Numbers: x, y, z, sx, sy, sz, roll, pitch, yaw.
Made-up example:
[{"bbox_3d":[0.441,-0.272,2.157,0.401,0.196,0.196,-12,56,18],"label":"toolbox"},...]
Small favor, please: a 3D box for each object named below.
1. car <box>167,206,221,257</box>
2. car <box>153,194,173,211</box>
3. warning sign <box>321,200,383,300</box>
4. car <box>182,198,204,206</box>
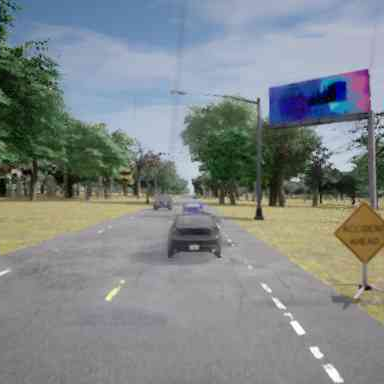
[{"bbox_3d":[0.083,1.513,12.956,1.837,1.490,4.892,0,0,0],"label":"car"},{"bbox_3d":[-3.607,1.304,42.309,2.150,2.045,5.566,0,0,0],"label":"car"},{"bbox_3d":[3.535,1.118,6.831,1.300,1.860,1.060,-1,-1,0],"label":"warning sign"},{"bbox_3d":[0.079,1.565,29.090,1.812,1.442,4.674,0,0,0],"label":"car"}]
